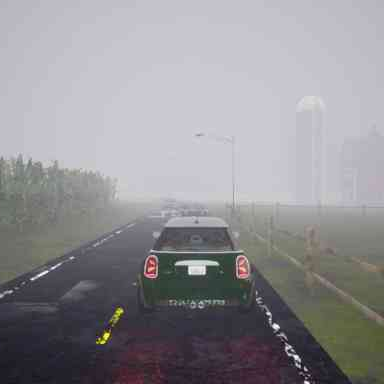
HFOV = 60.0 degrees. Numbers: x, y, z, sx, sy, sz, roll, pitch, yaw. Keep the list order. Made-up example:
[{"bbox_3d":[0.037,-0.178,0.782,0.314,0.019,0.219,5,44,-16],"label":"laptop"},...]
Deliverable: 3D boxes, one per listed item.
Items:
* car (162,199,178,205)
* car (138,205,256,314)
[{"bbox_3d":[-2.757,1.559,41.736,2.033,1.411,5.357,0,0,1],"label":"car"},{"bbox_3d":[0.098,1.351,7.775,2.097,1.767,4.553,0,0,0],"label":"car"}]
